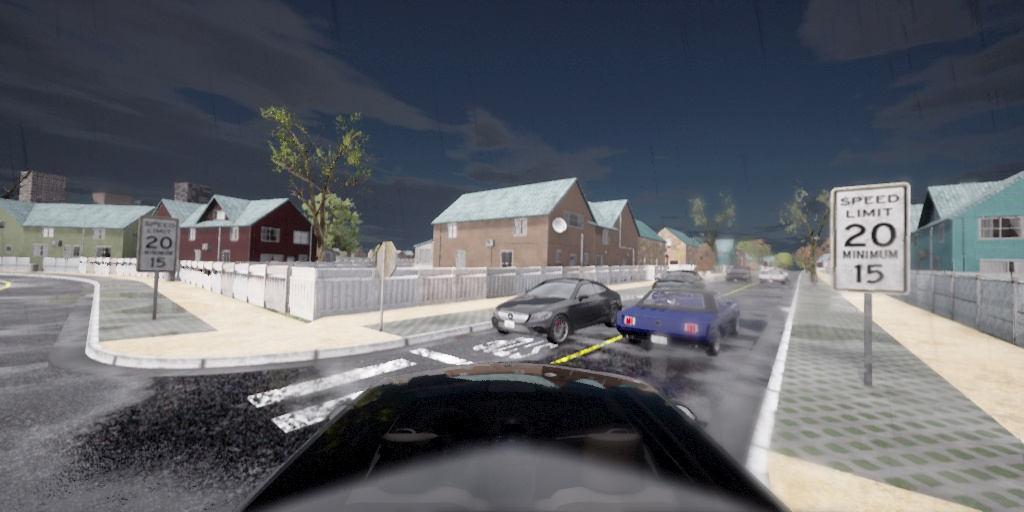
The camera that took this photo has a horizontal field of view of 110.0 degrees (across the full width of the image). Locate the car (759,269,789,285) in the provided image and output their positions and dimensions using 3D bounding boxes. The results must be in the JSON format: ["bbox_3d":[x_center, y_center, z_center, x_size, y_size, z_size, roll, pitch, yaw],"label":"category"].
[{"bbox_3d":[24.765,2.027,33.982,1.895,1.301,4.718,0,-1,39],"label":"car"}]

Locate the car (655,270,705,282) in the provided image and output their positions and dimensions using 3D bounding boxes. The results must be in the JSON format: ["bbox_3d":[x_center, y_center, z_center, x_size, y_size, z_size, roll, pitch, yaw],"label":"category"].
[{"bbox_3d":[8.951,1.529,19.124,1.837,1.490,4.892,0,0,39],"label":"car"}]

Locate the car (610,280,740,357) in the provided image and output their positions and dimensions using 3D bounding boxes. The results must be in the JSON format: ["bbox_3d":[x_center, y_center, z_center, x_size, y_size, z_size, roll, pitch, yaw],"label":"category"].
[{"bbox_3d":[4.408,1.459,9.016,1.895,1.301,4.718,0,-1,39],"label":"car"}]

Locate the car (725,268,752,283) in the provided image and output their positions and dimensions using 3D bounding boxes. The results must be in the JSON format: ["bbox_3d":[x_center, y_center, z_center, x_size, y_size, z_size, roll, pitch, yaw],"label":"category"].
[{"bbox_3d":[23.161,1.977,36.490,2.033,1.411,5.357,0,-1,39],"label":"car"}]

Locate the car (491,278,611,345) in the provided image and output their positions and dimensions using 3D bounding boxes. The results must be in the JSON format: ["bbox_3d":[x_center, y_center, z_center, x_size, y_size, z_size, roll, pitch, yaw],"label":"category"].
[{"bbox_3d":[1.475,1.351,10.007,1.812,1.442,4.674,0,-1,41],"label":"car"}]
